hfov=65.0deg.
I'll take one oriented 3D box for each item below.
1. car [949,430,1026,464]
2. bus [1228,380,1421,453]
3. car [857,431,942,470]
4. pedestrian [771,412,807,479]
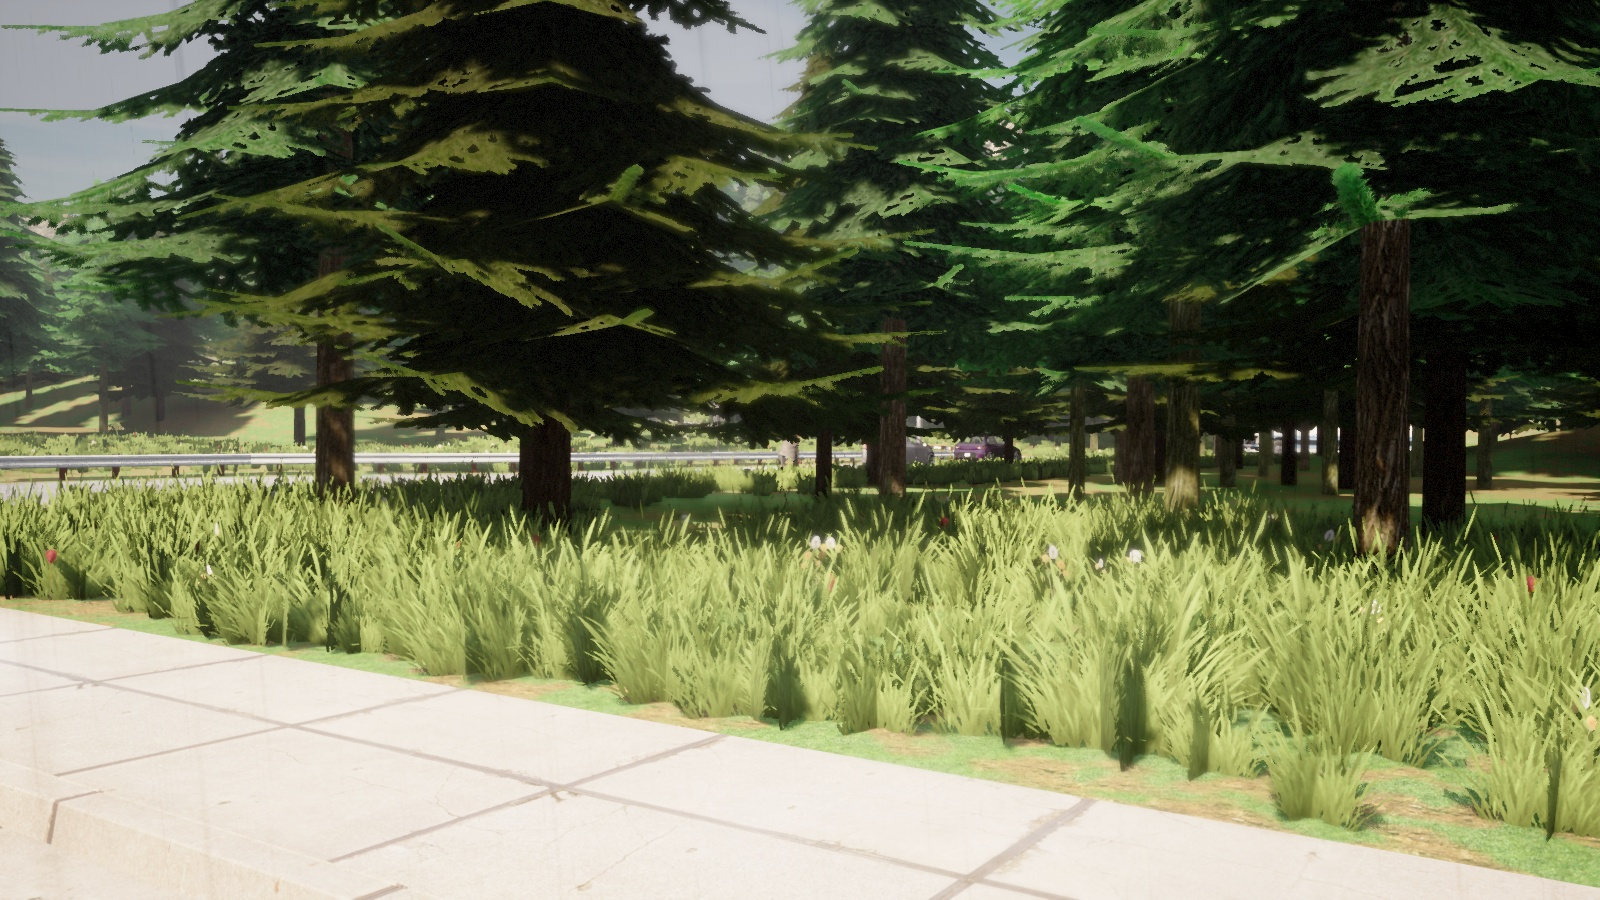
[{"bbox_3d":[8.648,-0.148,57.729,1.816,1.474,4.193,0,1,35],"label":"car"},{"bbox_3d":[32.219,-2.022,77.513,10.273,4.253,3.944,0,1,4],"label":"bus"},{"bbox_3d":[4.080,-0.017,51.140,1.845,1.501,3.633,0,1,35],"label":"car"},{"bbox_3d":[-0.333,-0.135,36.993,0.659,1.952,0.873,0,1,35],"label":"pedestrian"}]
